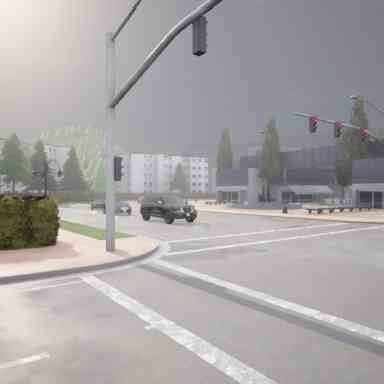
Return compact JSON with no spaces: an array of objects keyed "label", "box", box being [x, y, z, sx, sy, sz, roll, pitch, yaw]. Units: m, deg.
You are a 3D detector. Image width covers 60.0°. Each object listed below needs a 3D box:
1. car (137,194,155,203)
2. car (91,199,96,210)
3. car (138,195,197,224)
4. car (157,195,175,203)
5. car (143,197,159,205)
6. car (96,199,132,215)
[{"label":"car","box":[-9.339,1.362,68.061,2.097,1.767,4.553,0,0,15]},{"label":"car","box":[-11.903,1.568,42.602,1.994,1.385,4.181,0,0,-17]},{"label":"car","box":[-1.934,1.225,25.344,2.150,2.045,5.566,0,0,-37]},{"label":"car","box":[-5.324,1.488,69.531,1.882,1.535,5.008,0,0,20]},{"label":"car","box":[-7.237,1.556,59.066,2.033,1.411,5.357,0,0,3]},{"label":"car","box":[-7.625,1.496,33.509,2.128,1.511,4.902,0,0,-31]}]
